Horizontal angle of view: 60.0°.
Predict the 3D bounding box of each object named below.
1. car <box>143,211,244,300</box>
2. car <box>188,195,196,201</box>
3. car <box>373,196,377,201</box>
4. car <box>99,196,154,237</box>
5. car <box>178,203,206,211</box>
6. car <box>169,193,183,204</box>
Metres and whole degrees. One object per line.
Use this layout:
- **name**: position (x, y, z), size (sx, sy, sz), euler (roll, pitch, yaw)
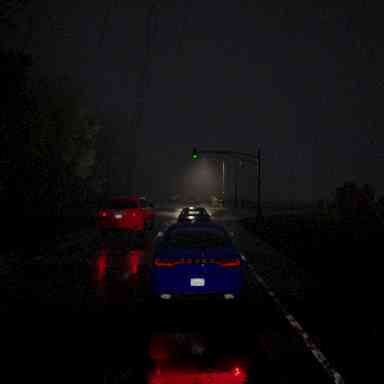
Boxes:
- **car**: position (0.101, 1.478, 8.469), size (1.882, 1.535, 5.008), euler (0, 0, 0)
- **car**: position (0.016, 1.480, 80.678), size (1.837, 1.490, 4.892), euler (0, 0, 0)
- **car**: position (19.910, 1.486, 40.701), size (5.566, 2.045, 2.150), euler (1, -1, 0)
- **car**: position (-3.396, 1.220, 18.060), size (2.150, 2.045, 5.566), euler (0, 0, 0)
- **car**: position (0.107, 1.547, 18.211), size (2.033, 1.411, 5.357), euler (0, 0, 0)
- **car**: position (-3.388, 1.338, 65.142), size (2.097, 1.767, 4.553), euler (0, 0, 0)
